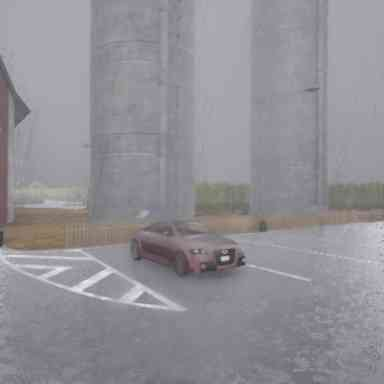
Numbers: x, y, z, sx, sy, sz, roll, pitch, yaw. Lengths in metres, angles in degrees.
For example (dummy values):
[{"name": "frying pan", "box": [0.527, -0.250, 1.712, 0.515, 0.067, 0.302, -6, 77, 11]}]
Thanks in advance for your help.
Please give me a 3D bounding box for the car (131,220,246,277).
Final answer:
[{"name": "car", "box": [-0.277, 1.595, 10.498, 1.994, 1.381, 4.181, 1, 0, -36]}]
